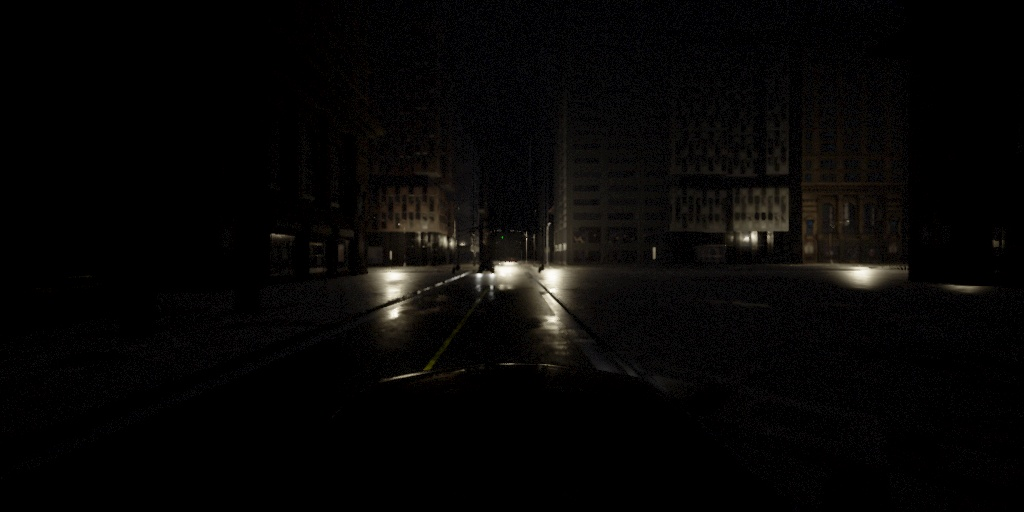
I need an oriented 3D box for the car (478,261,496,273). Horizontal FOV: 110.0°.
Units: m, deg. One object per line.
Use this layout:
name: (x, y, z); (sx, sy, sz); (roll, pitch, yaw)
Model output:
car: (-3.016, 1.311, 43.688); (1.837, 1.490, 4.892); (0, -1, 0)
